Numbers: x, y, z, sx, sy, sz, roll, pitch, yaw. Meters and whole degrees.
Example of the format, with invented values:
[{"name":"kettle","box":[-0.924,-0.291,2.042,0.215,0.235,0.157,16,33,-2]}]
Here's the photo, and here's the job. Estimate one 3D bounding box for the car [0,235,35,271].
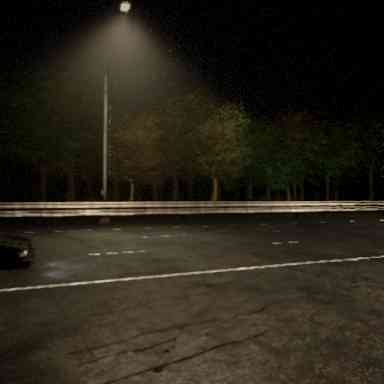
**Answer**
[{"name":"car","box":[-6.759,1.394,8.006,5.357,1.411,2.033,0,0,-22]}]
